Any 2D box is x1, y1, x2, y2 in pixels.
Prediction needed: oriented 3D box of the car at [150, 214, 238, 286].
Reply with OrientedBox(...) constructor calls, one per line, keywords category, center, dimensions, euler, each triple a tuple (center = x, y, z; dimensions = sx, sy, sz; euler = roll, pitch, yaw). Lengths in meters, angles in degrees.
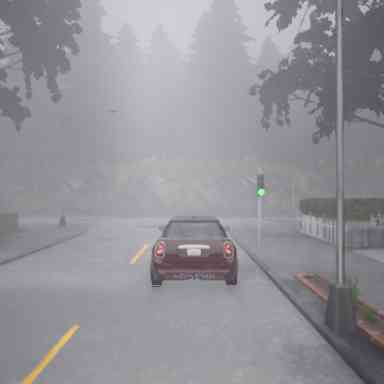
OrientedBox(category="car", center=(0.064, 1.414, 9.739), dimensions=(2.097, 1.767, 4.553), euler=(0, 0, 0))
